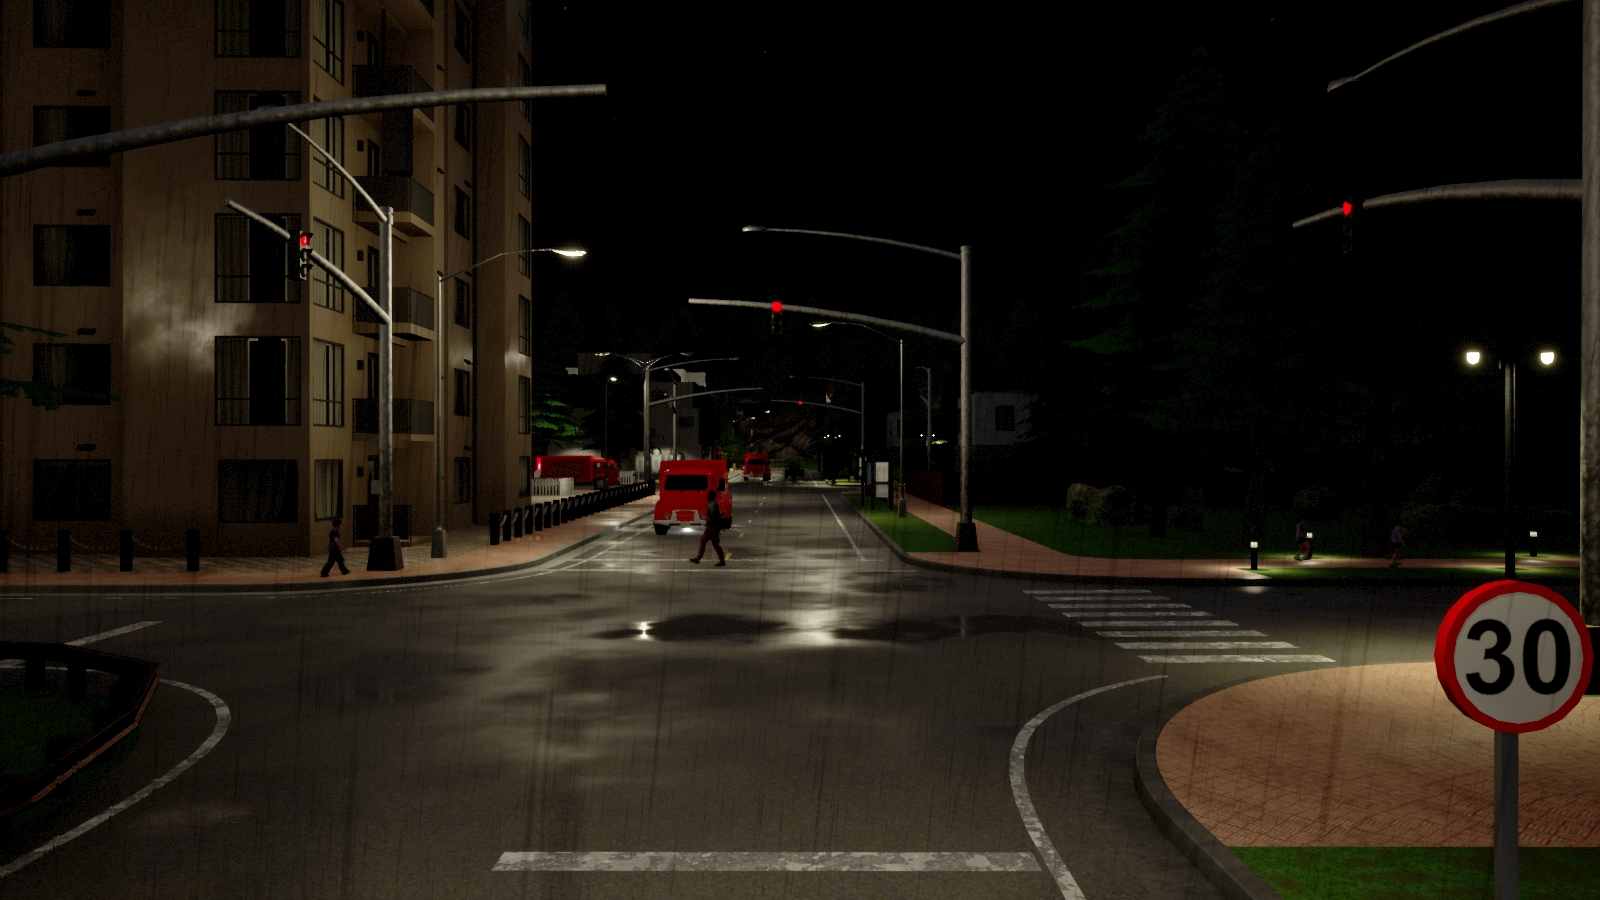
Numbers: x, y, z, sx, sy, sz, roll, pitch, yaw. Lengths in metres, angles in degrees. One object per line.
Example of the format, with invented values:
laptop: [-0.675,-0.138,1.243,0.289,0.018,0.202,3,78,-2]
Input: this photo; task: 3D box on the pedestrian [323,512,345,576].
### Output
pedestrian: [-9.765,1.964,23.924,0.375,1.300,0.375,0,0,-30]

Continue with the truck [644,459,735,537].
truck: [-3.689,1.548,39.174,2.627,2.467,5.204,0,0,0]

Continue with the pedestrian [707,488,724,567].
pedestrian: [-2.018,1.829,27.193,0.375,1.860,0.375,0,0,1]

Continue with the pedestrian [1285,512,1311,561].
pedestrian: [11.788,2.044,27.067,0.500,1.100,0.500,0,0,15]

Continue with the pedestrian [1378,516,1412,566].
pedestrian: [13.424,2.044,25.781,0.500,1.100,0.500,0,0,-3]
